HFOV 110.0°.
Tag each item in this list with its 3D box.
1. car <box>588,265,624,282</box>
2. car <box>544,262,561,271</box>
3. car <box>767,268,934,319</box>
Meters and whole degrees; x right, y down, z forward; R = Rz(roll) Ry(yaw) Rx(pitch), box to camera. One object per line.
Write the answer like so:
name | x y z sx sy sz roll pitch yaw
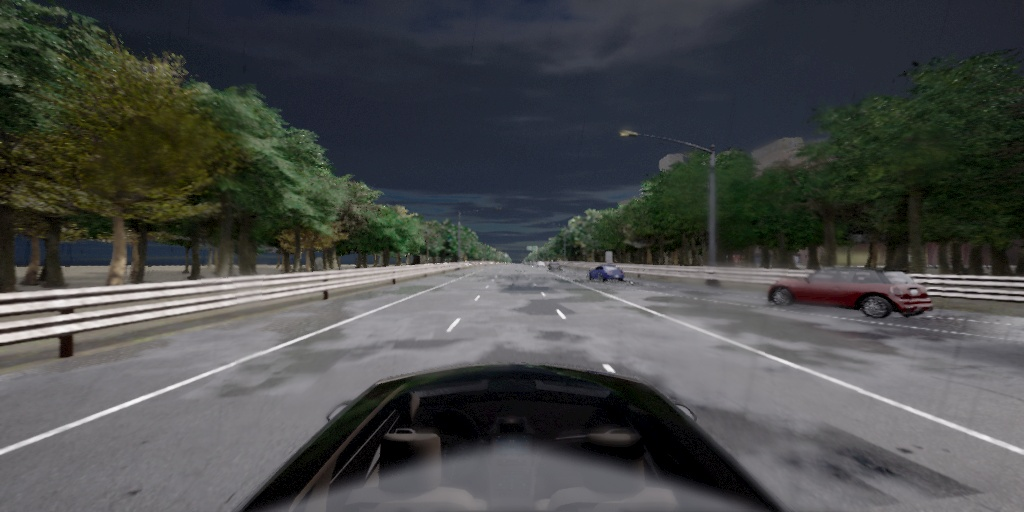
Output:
car | 8.240 1.510 31.566 1.812 1.442 4.674 0 0 -9
car | 6.997 1.672 60.032 2.128 1.511 4.902 0 0 0
car | 12.505 1.226 13.759 2.097 1.767 4.553 1 -1 -18
